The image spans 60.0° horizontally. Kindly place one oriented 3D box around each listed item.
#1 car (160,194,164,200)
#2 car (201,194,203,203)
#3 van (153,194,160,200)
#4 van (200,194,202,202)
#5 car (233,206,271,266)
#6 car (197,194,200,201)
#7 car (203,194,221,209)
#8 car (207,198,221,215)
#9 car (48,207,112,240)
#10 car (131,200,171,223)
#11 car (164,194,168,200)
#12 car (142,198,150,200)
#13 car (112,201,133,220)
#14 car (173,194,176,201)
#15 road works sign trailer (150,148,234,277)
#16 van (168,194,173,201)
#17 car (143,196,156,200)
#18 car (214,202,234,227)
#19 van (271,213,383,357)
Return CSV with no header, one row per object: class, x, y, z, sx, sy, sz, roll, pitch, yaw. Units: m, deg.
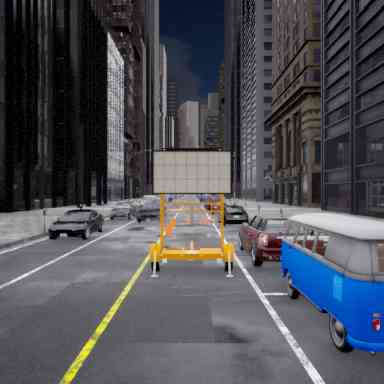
car,-5.748,1.463,50.734,1.967,1.590,4.097,0,0,0
car,2.775,1.334,45.134,2.192,1.841,5.009,0,0,0
van,-5.750,1.360,45.124,1.690,1.788,3.998,0,0,0
van,2.780,1.374,61.962,1.690,1.788,3.998,0,0,0
car,2.767,1.441,11.480,1.967,1.590,4.097,0,0,0
car,2.783,1.357,73.180,2.192,1.841,5.009,0,0,0
car,2.774,1.330,39.525,2.192,1.841,5.009,0,0,0
car,2.772,1.593,33.916,1.802,1.307,4.206,0,0,0
car,-5.757,1.568,17.077,1.947,1.339,4.313,0,0,0
car,-2.993,1.553,25.523,2.033,1.411,5.357,0,0,0
car,-5.747,1.343,56.343,2.192,1.841,5.009,0,0,0
car,-5.753,1.593,33.905,1.802,1.307,4.206,0,0,0
car,-5.754,1.558,28.296,2.008,1.369,4.403,0,0,0
car,-5.741,1.363,78.781,2.192,1.841,5.009,0,0,0
road works sign trailer,0.003,0.465,10.205,2.380,3.560,2.880,0,0,0
van,-5.743,1.383,73.172,1.690,1.788,3.998,0,0,0
car,-5.752,1.540,39.345,1.752,1.417,4.829,0,0,0
car,2.769,1.570,22.697,1.947,1.339,4.313,0,0,0
van,2.765,1.341,5.871,1.690,1.788,3.998,0,0,0
